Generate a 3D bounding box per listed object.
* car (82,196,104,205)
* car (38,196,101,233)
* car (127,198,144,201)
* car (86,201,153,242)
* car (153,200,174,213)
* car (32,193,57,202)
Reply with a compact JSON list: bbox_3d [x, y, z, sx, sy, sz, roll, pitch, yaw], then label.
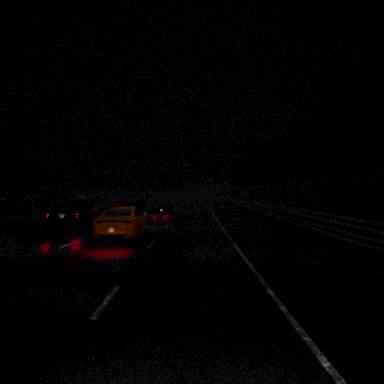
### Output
[{"bbox_3d":[-16.456,1.388,55.564,2.128,1.511,4.902,0,0,3],"label":"car"},{"bbox_3d":[-6.794,1.301,19.553,2.097,1.767,4.553,0,0,1],"label":"car"},{"bbox_3d":[-6.414,1.388,38.132,1.882,1.535,5.008,0,0,2],"label":"car"},{"bbox_3d":[-3.334,1.437,16.321,1.882,1.535,5.008,0,0,1],"label":"car"},{"bbox_3d":[-2.986,1.517,35.555,1.895,1.301,4.718,0,0,1],"label":"car"},{"bbox_3d":[-23.547,1.107,53.703,2.150,2.045,5.566,0,0,3],"label":"car"}]
